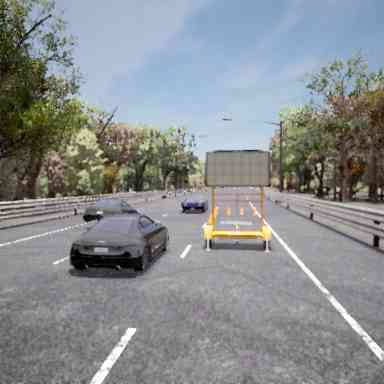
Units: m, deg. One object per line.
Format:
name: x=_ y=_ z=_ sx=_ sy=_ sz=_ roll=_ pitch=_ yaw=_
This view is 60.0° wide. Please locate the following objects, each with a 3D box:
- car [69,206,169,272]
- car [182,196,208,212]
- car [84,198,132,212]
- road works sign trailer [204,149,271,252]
car: x=-1.990 y=1.354 z=10.177 sx=1.994 sy=1.385 sz=4.181 roll=0 pitch=1 yaw=7
car: x=0.354 y=1.000 z=28.936 sx=1.895 sy=1.301 sz=4.718 roll=0 pitch=1 yaw=7
car: x=-4.342 y=1.083 z=18.509 sx=1.994 sy=1.385 sz=4.181 roll=7 pitch=-1 yaw=7
road works sign trailer: x=1.727 y=0.201 z=12.653 sx=2.380 sy=3.560 sz=2.880 roll=0 pitch=1 yaw=8
